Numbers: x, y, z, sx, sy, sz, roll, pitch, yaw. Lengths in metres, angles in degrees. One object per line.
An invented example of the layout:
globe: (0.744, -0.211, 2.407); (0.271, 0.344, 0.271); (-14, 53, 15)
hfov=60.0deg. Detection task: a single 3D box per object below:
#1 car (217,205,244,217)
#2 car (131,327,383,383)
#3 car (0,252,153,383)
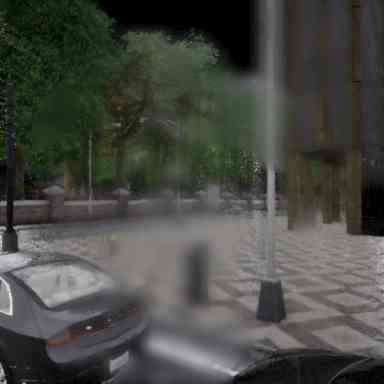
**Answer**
car: (4.774, 2.327, 40.861); (1.994, 1.385, 4.181); (0, -1, 35)
car: (1.964, 1.567, 1.568); (4.313, 1.339, 1.947); (0, 0, 35)
car: (-2.535, 1.547, 4.756); (4.403, 1.369, 2.008); (0, 0, 35)
